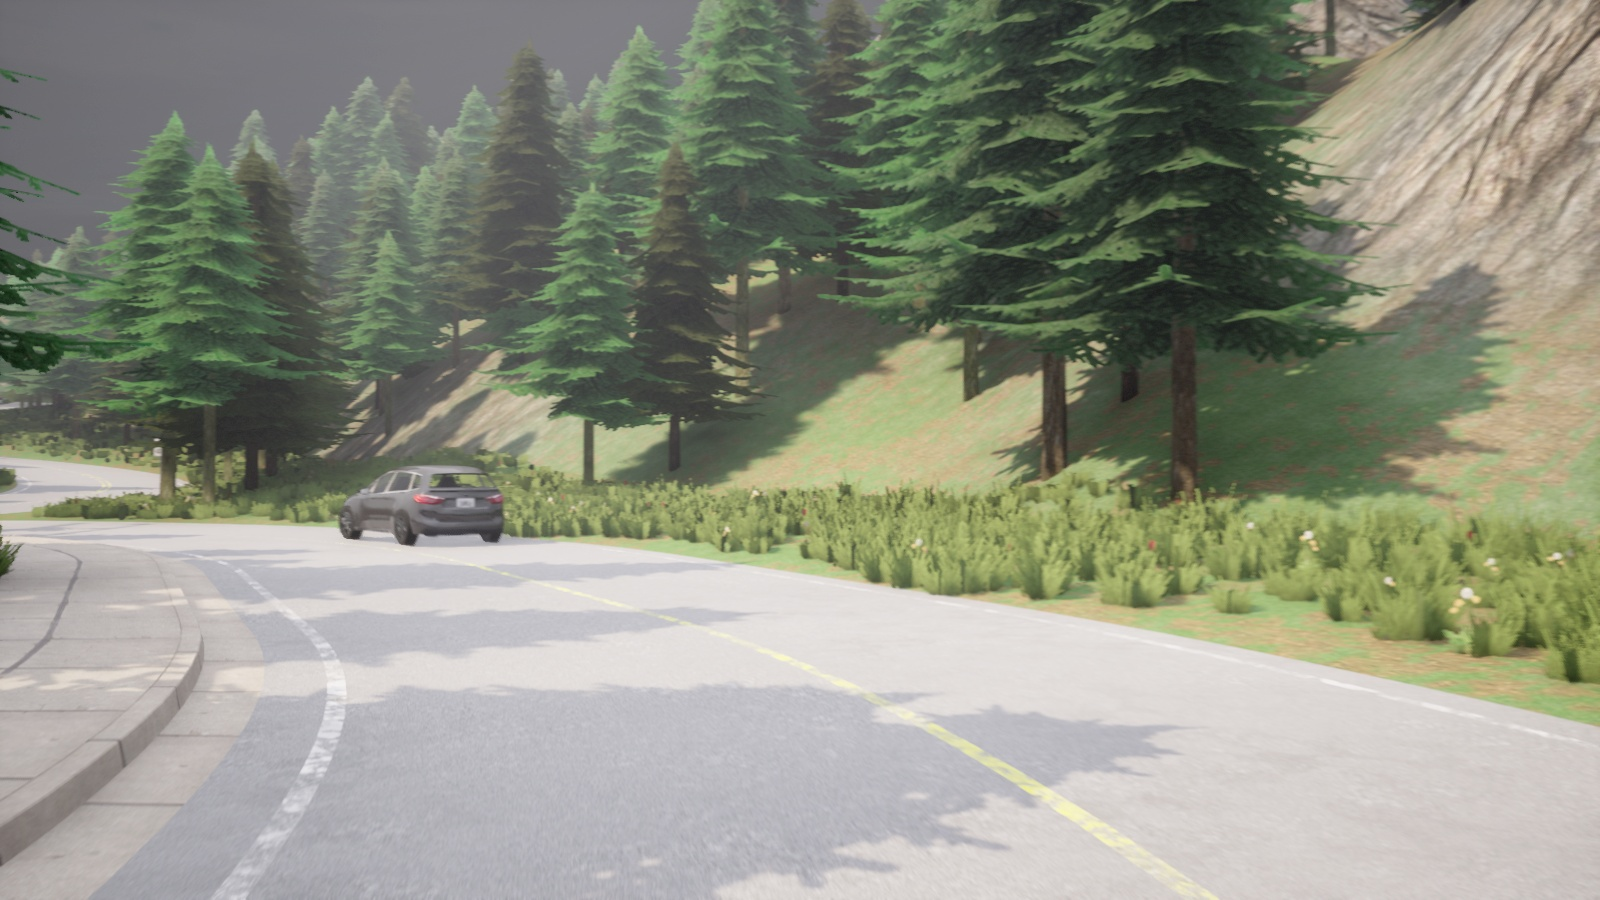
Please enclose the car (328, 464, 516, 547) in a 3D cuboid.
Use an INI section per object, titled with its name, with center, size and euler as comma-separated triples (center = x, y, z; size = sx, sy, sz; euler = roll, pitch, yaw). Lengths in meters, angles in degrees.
[car]
center = -8.406, 1.169, 27.689
size = 2.242, 1.667, 4.611
euler = 1, -1, -41
